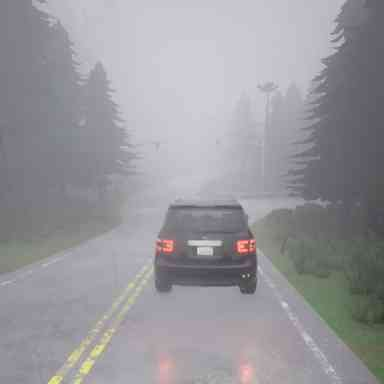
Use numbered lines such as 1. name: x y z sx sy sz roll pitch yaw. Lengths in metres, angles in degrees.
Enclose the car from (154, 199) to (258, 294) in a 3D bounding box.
1. car: 0.380 1.193 8.898 2.150 2.045 5.566 0 0 3
